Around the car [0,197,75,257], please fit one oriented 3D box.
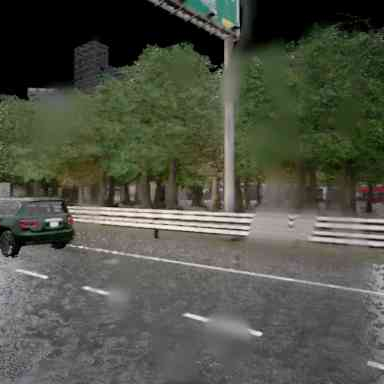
[{"bbox_3d":[-6.990,1.226,13.154,5.566,2.045,2.150,0,0,35],"label":"car"}]
